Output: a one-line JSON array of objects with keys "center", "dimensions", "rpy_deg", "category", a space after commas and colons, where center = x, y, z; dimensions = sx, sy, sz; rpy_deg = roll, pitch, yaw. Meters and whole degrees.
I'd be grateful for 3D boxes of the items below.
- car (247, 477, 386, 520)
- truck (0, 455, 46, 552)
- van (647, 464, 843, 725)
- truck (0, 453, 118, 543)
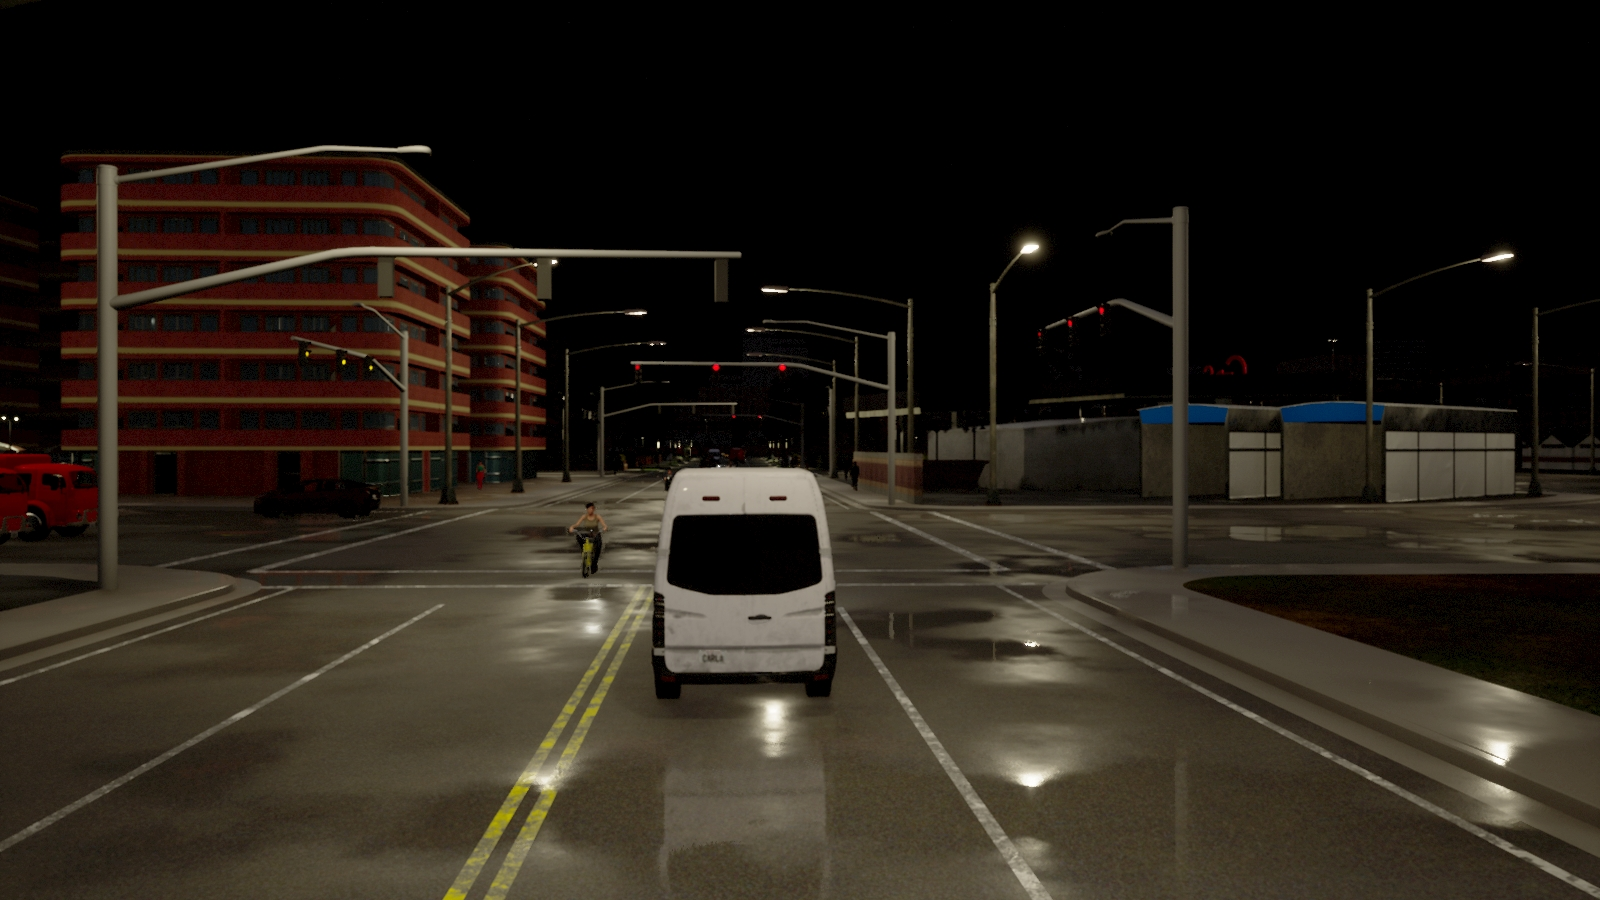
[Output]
[{"center": [-18.559, 1.855, 44.037], "dimensions": [4.514, 1.525, 2.007], "rpy_deg": [1, 0, -2], "category": "car"}, {"center": [-23.196, 1.356, 29.834], "dimensions": [5.204, 2.467, 2.627], "rpy_deg": [1, 0, -3], "category": "truck"}, {"center": [-0.737, 1.496, 14.582], "dimensions": [1.988, 2.561, 5.915], "rpy_deg": [0, 0, -4], "category": "van"}, {"center": [-23.325, 1.345, 33.347], "dimensions": [5.204, 2.467, 2.627], "rpy_deg": [1, 0, -2], "category": "truck"}]
